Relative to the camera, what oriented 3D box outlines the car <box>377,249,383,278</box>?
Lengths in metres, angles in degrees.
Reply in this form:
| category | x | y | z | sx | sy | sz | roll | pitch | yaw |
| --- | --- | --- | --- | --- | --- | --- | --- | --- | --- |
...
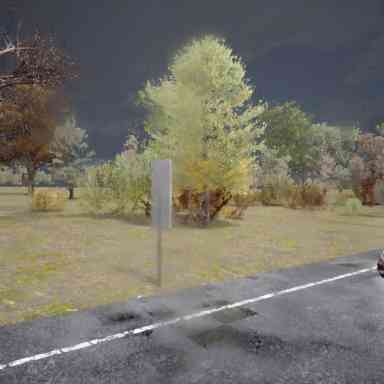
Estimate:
| category | x | y | z | sx | sy | sz | roll | pitch | yaw |
| --- | --- | --- | --- | --- | --- | --- | --- | --- | --- |
| car | 6.782 | 1.526 | 8.800 | 4.674 | 1.442 | 1.812 | 0 | 0 | -35 |
